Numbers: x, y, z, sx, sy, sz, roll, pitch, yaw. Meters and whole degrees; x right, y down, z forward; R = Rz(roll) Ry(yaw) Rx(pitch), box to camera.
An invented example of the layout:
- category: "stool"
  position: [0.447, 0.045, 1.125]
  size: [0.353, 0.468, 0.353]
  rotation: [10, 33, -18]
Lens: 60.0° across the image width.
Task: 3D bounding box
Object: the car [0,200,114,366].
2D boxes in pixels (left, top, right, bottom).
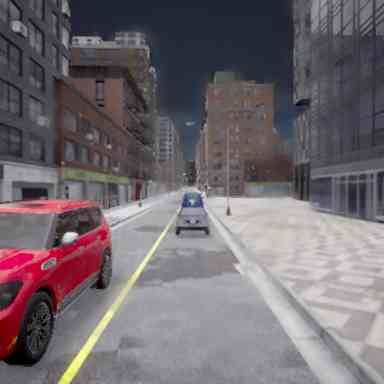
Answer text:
- category: "car"
  position: [-3.036, 1.203, 6.134]
  size: [2.150, 2.045, 5.566]
  rotation: [0, 0, 1]

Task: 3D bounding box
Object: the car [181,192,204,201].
- category: "car"
  position: [0.074, 1.025, 34.428]
  size: [2.150, 2.045, 5.566]
  rotation: [0, 1, 0]

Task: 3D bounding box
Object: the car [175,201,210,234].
- category: "car"
  position: [0.041, 1.480, 18.766]
  size: [2.033, 1.411, 5.357]
  rotation: [0, 0, 0]
